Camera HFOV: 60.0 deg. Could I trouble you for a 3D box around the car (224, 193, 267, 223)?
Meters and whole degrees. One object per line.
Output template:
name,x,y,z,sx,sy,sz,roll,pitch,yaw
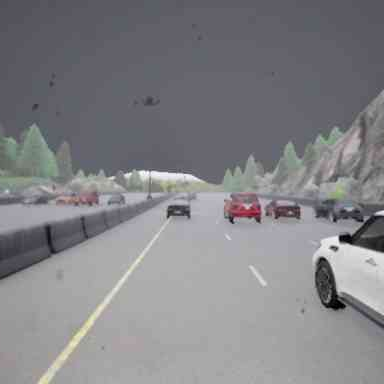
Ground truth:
car,3.609,1.093,24.334,2.150,2.045,5.566,0,1,0

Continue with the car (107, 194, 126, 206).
car,-10.563,1.078,46.776,1.837,1.490,4.892,0,1,0

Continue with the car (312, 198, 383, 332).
car,3.602,1.212,4.654,2.150,2.045,5.566,0,0,0

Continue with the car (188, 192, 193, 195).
car,-1.037,1.165,37.695,1.801,1.575,5.366,0,1,0

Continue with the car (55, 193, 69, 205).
car,-17.560,0.924,46.864,2.097,1.767,4.553,0,1,0

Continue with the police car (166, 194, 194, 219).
police car,-1.040,1.262,27.606,1.930,1.638,5.238,0,1,0

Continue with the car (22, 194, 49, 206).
car,-21.064,1.093,44.827,2.128,1.511,4.902,0,1,0

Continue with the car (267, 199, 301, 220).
car,7.110,1.327,26.498,1.882,1.535,5.008,0,1,0

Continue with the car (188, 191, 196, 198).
car,0.029,0.480,79.627,1.882,1.535,5.008,0,1,0

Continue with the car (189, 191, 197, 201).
car,0.023,0.870,63.081,2.033,1.411,5.357,0,1,0

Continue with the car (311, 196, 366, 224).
car,10.608,1.221,24.513,2.097,1.767,4.553,0,1,0

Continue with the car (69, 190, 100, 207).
car,-14.069,0.823,44.703,2.150,2.045,5.566,0,1,0
